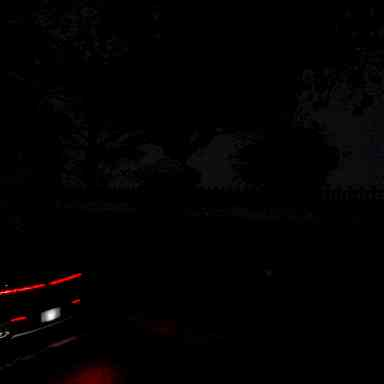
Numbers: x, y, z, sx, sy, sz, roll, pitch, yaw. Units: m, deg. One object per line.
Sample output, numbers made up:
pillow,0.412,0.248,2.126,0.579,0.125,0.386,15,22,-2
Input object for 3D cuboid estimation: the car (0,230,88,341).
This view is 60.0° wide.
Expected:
car,-3.957,1.470,6.100,4.892,1.490,1.837,0,0,35
